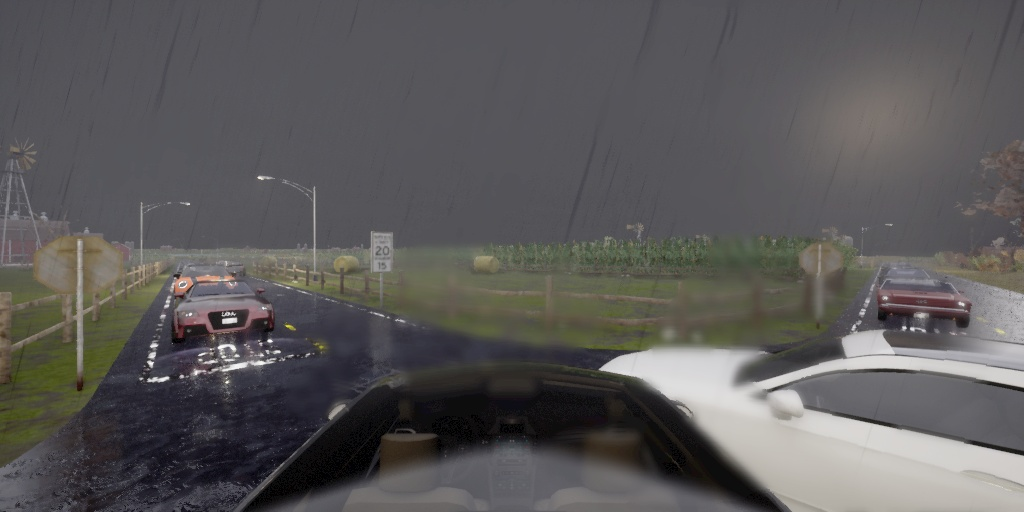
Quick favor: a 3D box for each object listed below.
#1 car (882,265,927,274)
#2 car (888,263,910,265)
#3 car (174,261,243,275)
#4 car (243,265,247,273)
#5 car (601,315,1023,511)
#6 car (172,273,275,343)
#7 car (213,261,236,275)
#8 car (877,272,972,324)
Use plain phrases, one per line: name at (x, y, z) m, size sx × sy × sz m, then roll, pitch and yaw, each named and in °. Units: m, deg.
car at (20.316, 1.369, 18.469) m, size 5.357 × 1.411 × 2.033 m, roll 0°, pitch 1°, yaw -44°
car at (26.972, 1.409, 24.829) m, size 4.181 × 1.385 × 1.994 m, roll 0°, pitch 1°, yaw -44°
car at (-13.967, 1.154, 16.380) m, size 2.097 × 1.767 × 4.553 m, roll 0°, pitch 0°, yaw -43°
car at (-27.531, 1.314, 35.400) m, size 2.128 × 1.511 × 4.902 m, roll 0°, pitch 0°, yaw -42°
car at (2.805, 1.293, 2.569) m, size 1.812 × 1.442 × 4.674 m, roll 0°, pitch 1°, yaw -45°
car at (-8.091, 1.362, 9.987) m, size 1.994 × 1.385 × 4.181 m, roll 0°, pitch 0°, yaw -43°
car at (-34.367, 1.343, 42.752) m, size 1.837 × 1.490 × 4.892 m, roll 0°, pitch 0°, yaw -42°
car at (13.342, 1.401, 11.796) m, size 4.718 × 1.301 × 1.895 m, roll 0°, pitch 1°, yaw -44°
